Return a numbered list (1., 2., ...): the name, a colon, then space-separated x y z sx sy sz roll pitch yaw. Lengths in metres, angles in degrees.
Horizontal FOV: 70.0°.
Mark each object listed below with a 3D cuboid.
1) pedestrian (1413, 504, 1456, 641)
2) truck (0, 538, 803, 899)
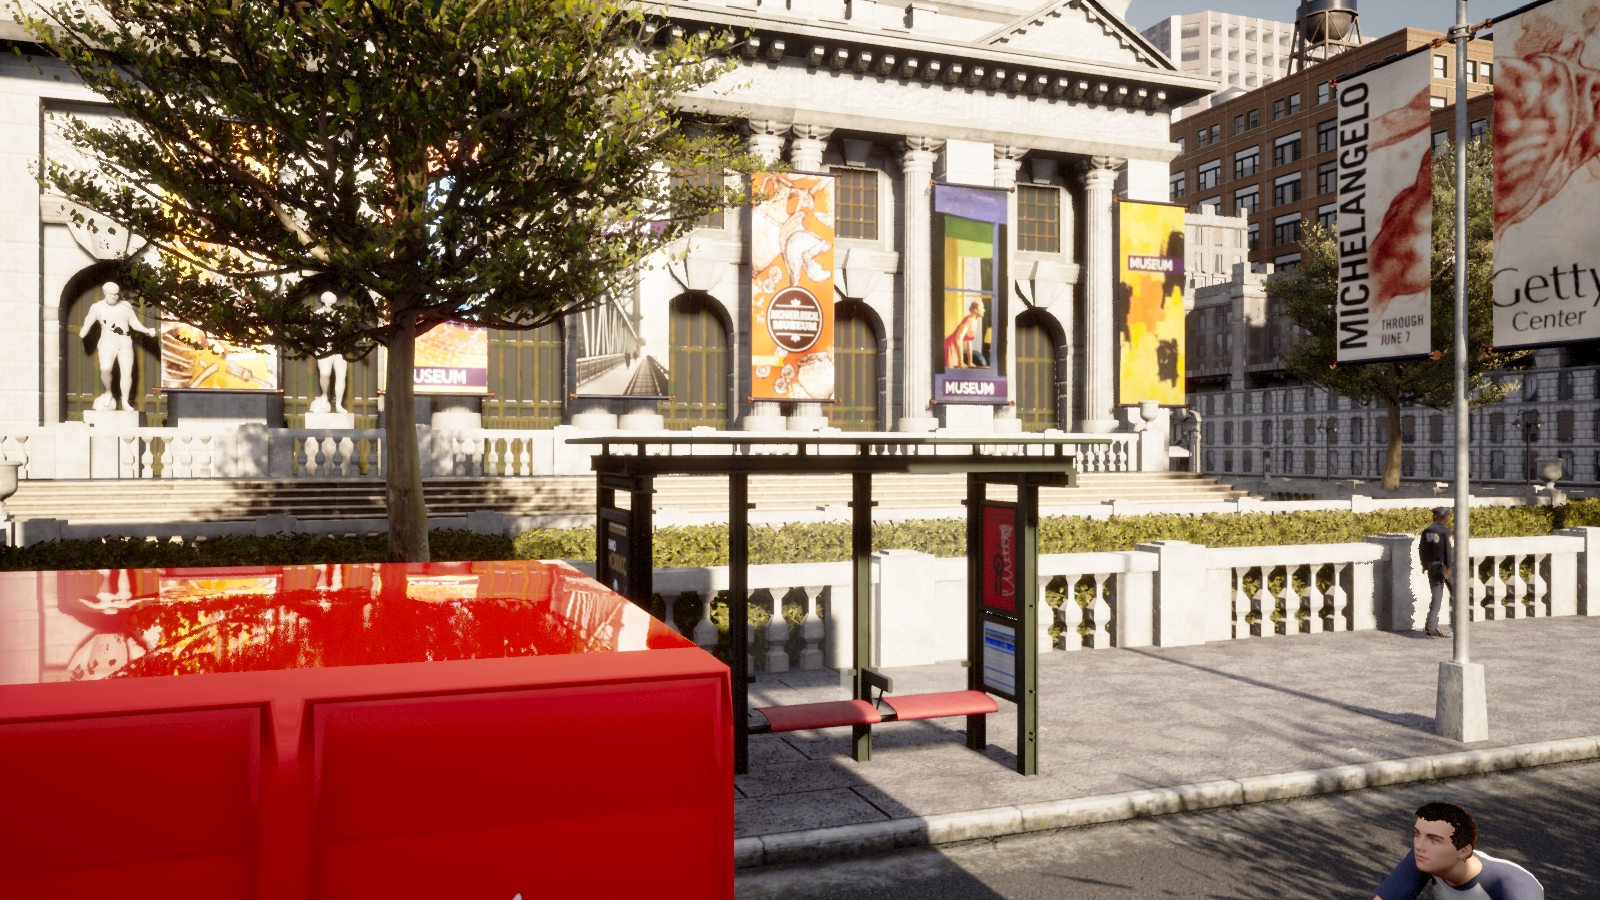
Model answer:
1. pedestrian: 8.862 1.702 15.965 0.375 1.860 0.375 0 0 -26
2. truck: -2.888 1.568 2.235 5.204 2.467 2.627 0 0 -20
